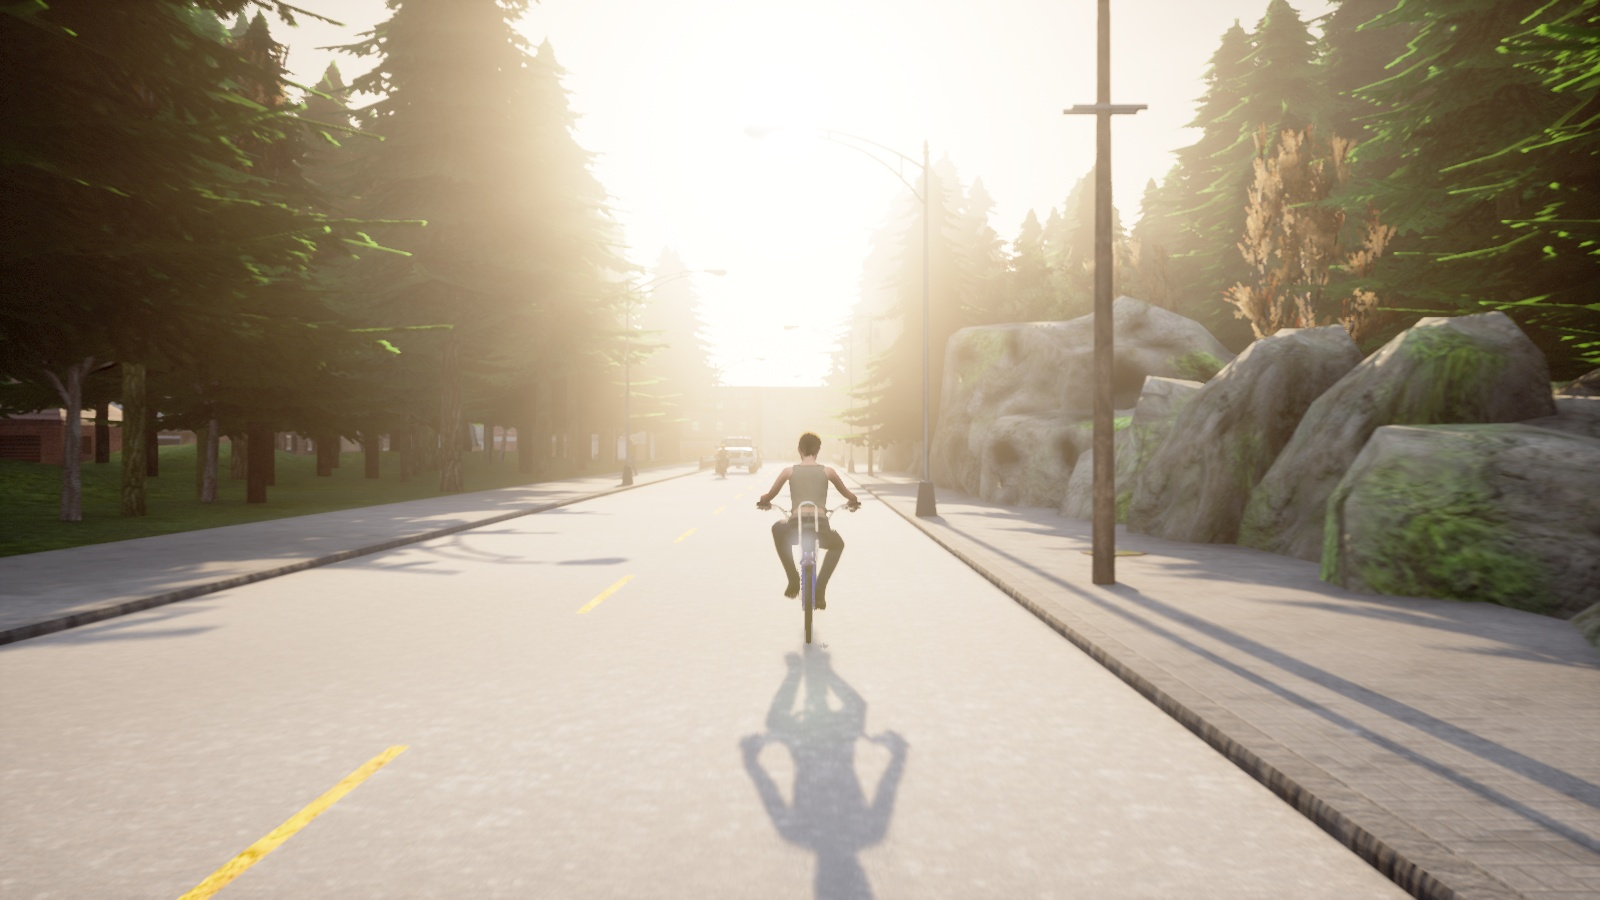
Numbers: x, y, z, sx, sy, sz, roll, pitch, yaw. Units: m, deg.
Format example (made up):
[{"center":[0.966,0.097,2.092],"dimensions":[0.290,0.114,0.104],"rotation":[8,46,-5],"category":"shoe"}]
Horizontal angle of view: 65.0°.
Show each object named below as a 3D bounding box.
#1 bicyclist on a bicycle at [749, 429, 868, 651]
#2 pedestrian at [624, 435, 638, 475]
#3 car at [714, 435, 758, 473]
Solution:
[{"center":[0.069,0.649,9.884],"dimensions":[0.866,1.612,1.509],"rotation":[0,0,1],"category":"bicyclist on a bicycle"},{"center":[-7.879,0.242,58.584],"dimensions":[0.354,1.836,0.706],"rotation":[0,0,26],"category":"pedestrian"},{"center":[-3.572,0.213,70.695],"dimensions":[2.150,2.045,5.566],"rotation":[0,0,0],"category":"car"}]
